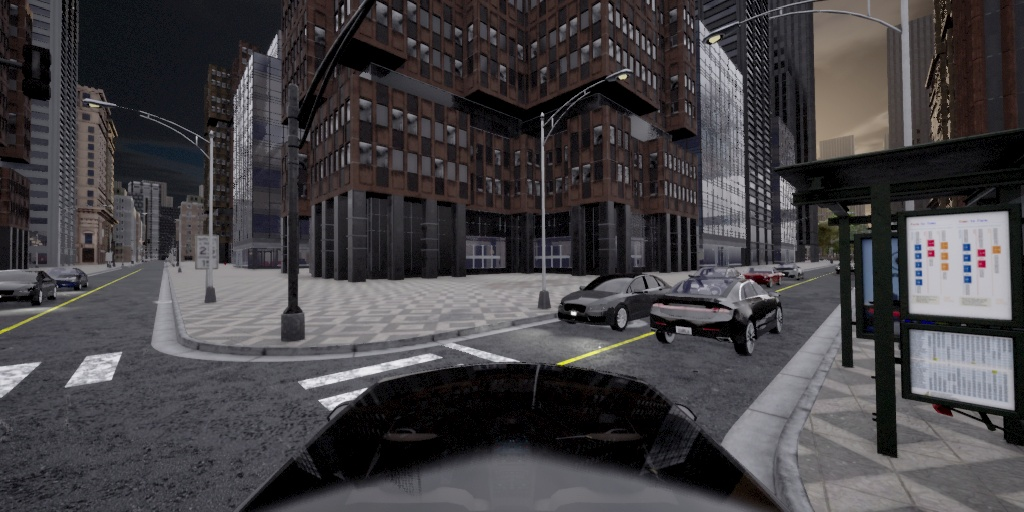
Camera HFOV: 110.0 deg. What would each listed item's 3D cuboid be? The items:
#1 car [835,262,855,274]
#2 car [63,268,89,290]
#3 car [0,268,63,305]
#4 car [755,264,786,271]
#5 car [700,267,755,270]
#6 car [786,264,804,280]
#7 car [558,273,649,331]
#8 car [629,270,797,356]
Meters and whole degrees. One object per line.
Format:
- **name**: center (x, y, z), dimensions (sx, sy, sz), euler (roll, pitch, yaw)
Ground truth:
- **car**: center (37.459, 1.350, 39.944), dimensions (4.718, 1.301, 1.895), euler (0, -1, -44)
- **car**: center (-29.624, 1.495, 23.690), dimensions (2.033, 1.411, 5.357), euler (0, -1, -44)
- **car**: center (-22.362, 1.399, 16.171), dimensions (1.837, 1.490, 4.892), euler (0, -1, -44)
- **car**: center (16.932, 1.413, 24.498), dimensions (4.718, 1.301, 1.895), euler (0, -1, -44)
- **car**: center (10.222, 1.305, 18.010), dimensions (4.902, 1.511, 2.128), euler (0, -1, -44)
- **car**: center (24.170, 1.373, 31.462), dimensions (4.181, 1.385, 1.994), euler (0, -1, -44)
- **car**: center (3.477, 1.320, 11.436), dimensions (4.892, 1.490, 1.837), euler (0, -1, -42)
- **car**: center (5.121, 1.251, 8.753), dimensions (4.902, 1.511, 2.128), euler (0, -1, -44)
